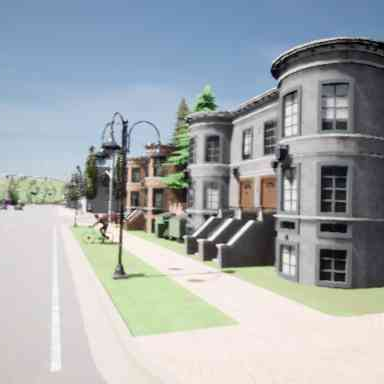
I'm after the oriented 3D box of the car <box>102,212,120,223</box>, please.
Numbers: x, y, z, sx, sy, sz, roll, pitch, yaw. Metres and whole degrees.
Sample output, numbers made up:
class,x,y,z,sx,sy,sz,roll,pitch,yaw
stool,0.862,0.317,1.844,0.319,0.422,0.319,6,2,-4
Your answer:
class,x,y,z,sx,sy,sz,roll,pitch,yaw
car,-9.210,3.236,42.044,4.181,1.385,1.994,3,-3,-25

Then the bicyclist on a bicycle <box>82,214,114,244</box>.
class,x,y,z,sx,sy,sz,roll,pitch,yaw
bicyclist on a bicycle,-4.983,1.981,17.758,1.656,1.620,0.582,3,-3,-22
